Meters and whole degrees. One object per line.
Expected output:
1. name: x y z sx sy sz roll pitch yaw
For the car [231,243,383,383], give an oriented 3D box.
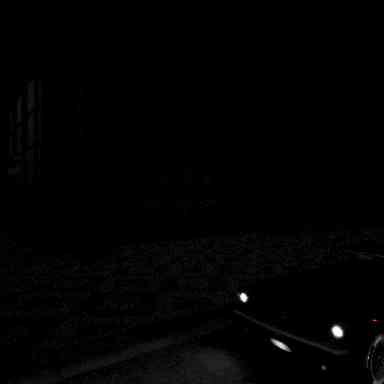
1. car: 2.904 1.603 5.451 4.718 1.301 1.895 0 0 -35
